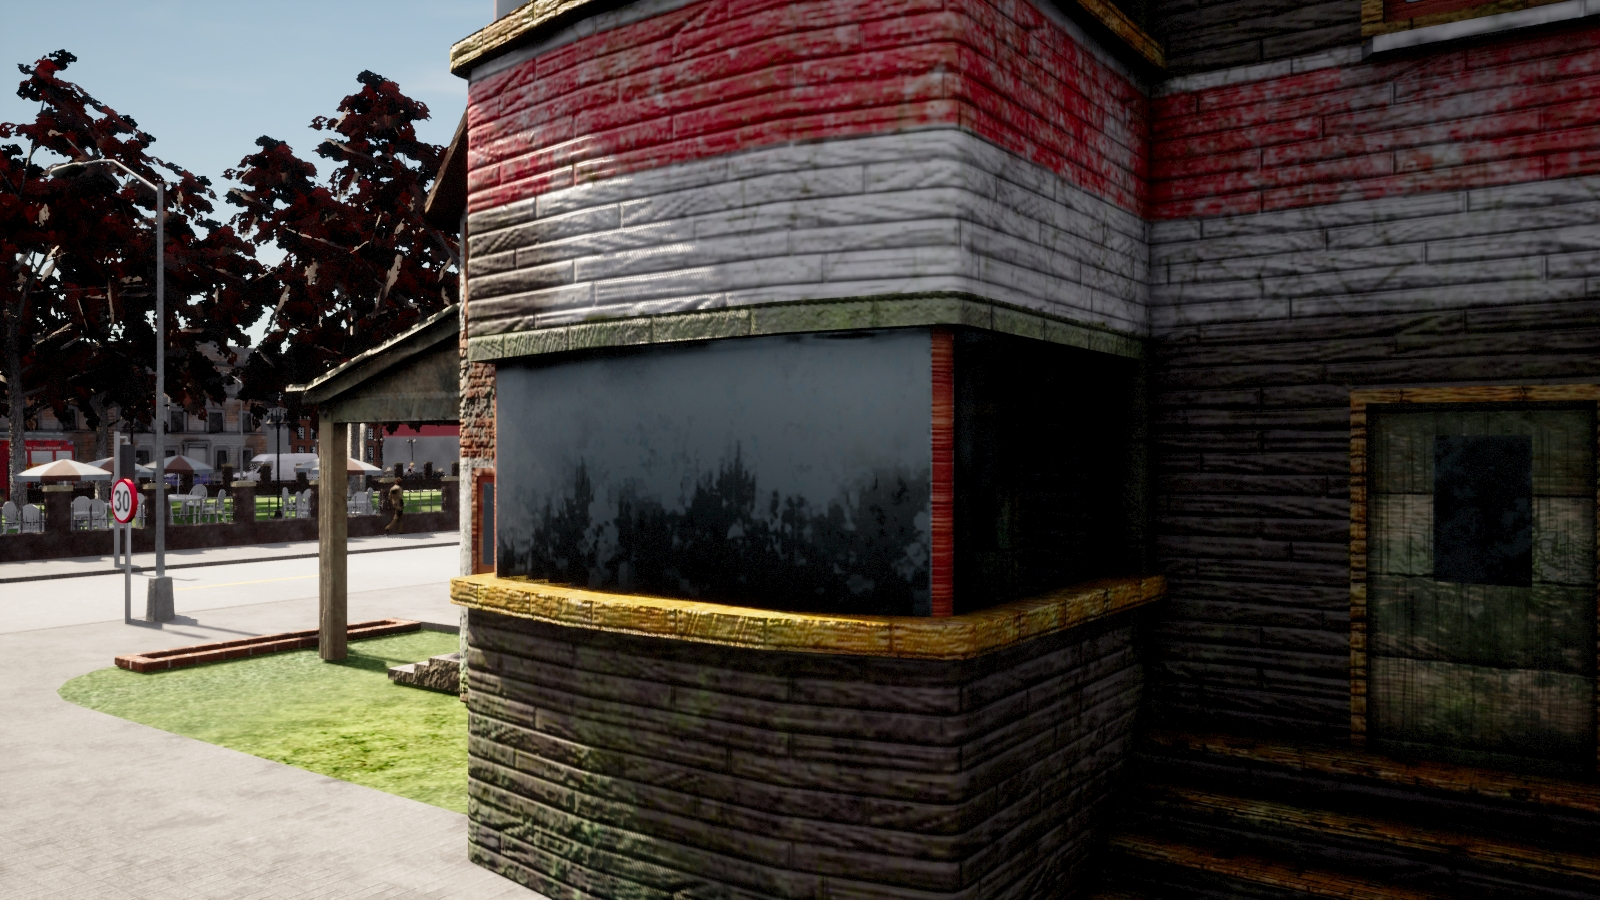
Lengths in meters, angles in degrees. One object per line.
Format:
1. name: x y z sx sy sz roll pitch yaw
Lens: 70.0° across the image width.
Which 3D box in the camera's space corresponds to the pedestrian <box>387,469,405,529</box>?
1. pedestrian: -12.615 1.525 35.669 0.375 1.860 0.375 0 0 36
